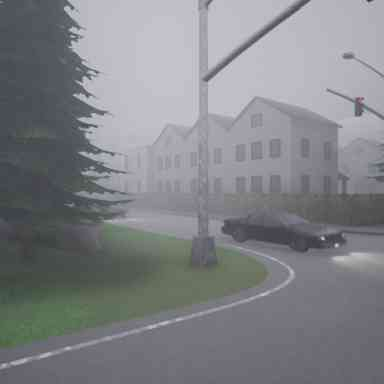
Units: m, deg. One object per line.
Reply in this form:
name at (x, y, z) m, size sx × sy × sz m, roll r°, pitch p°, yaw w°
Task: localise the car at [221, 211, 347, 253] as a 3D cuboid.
car at (3.569, 1.531, 14.062) m, size 2.033 × 1.411 × 5.357 m, roll 0°, pitch 0°, yaw -38°
